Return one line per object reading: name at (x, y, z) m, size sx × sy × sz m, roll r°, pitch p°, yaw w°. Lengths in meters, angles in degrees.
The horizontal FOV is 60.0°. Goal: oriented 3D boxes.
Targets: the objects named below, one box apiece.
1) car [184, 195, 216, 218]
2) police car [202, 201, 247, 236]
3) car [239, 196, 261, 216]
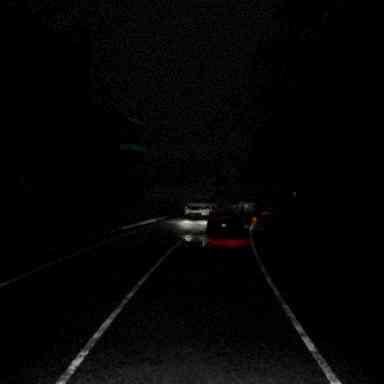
car at (0.949, 1.339, 30.691) m, size 2.150 × 2.045 × 5.566 m, roll 1°, pitch 0°, yaw 15°
police car at (2.042, 1.529, 19.481) m, size 1.930 × 1.638 × 5.238 m, roll 1°, pitch -1°, yaw 10°
car at (6.373, 1.507, 36.913) m, size 2.150 × 2.045 × 5.566 m, roll 2°, pitch 0°, yaw 17°
